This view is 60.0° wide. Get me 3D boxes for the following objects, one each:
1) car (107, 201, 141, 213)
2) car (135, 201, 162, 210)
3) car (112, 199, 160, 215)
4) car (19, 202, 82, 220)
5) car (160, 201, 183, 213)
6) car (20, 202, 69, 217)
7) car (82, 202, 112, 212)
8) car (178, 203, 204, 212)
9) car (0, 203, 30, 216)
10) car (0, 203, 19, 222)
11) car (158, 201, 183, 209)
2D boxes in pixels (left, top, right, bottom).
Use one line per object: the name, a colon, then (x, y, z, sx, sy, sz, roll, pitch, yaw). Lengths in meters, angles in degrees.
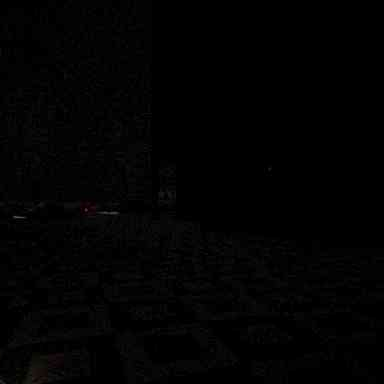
car: (-9.386, 2.056, 46.240, 1.812, 1.442, 4.674, 0, -1, 36)
car: (-7.045, 2.210, 54.153, 2.008, 1.369, 4.403, -1, -2, 35)
car: (-6.660, 1.792, 40.015, 2.192, 1.841, 5.009, -1, -2, 35)
car: (-13.112, 1.824, 30.956, 1.752, 1.417, 4.829, -1, -2, 35)
car: (-3.383, 2.114, 44.604, 1.887, 1.381, 4.507, -1, -2, 35)
car: (-16.181, 1.867, 36.728, 1.812, 1.442, 4.674, 0, -1, 36)
car: (-13.596, 2.016, 44.963, 1.887, 1.381, 4.507, -1, -2, 35)
car: (-0.103, 2.246, 49.204, 1.802, 1.307, 4.206, -1, -2, 36)
car: (-20.147, 1.842, 35.772, 2.008, 1.369, 4.403, -1, -1, 35)
car: (-16.486, 1.775, 26.222, 1.947, 1.339, 4.313, -1, -2, 35)
car: (-3.770, 2.306, 58.748, 2.008, 1.369, 4.403, -1, -2, 35)
